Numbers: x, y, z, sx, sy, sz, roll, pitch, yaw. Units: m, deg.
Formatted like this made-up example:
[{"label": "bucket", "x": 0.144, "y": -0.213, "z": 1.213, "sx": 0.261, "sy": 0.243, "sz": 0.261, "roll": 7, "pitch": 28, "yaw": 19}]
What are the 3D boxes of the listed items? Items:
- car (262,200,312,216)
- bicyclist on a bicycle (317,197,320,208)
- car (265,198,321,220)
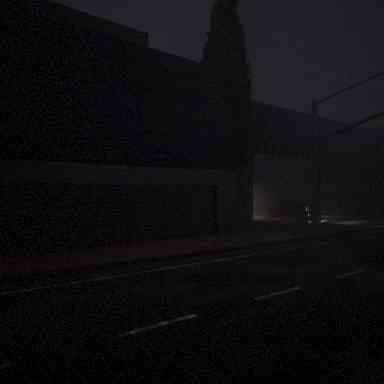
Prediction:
[{"label": "car", "x": 9.387, "y": 1.526, "z": 33.132, "sx": 1.812, "sy": 1.442, "sz": 4.674, "roll": 0, "pitch": 0, "yaw": -37}, {"label": "bicyclist on a bicycle", "x": 16.181, "y": 1.303, "z": 43.227, "sx": 1.656, "sy": 1.620, "sz": 0.582, "roll": 0, "pitch": 0, "yaw": -37}, {"label": "car", "x": 8.622, "y": 1.352, "z": 28.306, "sx": 2.097, "sy": 1.767, "sz": 4.553, "roll": 0, "pitch": 0, "yaw": -37}]
